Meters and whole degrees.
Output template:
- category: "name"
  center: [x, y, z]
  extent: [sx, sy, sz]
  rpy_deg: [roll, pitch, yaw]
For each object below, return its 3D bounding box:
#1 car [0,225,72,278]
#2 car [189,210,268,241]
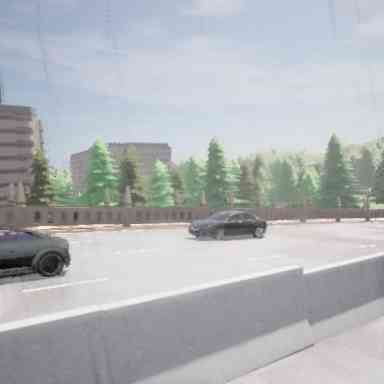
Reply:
- category: "car"
  center: [-5.398, 1.580, 8.737]
  extent: [4.181, 1.385, 1.994]
  rpy_deg: [0, 0, -35]
- category: "car"
  center: [2.091, 1.792, 18.374]
  extent: [4.892, 1.490, 1.837]
  rpy_deg: [3, -2, -35]
